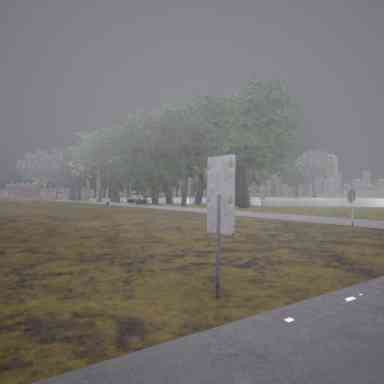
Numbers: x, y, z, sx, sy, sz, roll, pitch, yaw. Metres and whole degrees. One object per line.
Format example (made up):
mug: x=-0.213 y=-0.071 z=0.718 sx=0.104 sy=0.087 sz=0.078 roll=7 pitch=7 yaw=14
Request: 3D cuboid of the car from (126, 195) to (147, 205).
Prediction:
car: x=-9.534 y=1.271 z=56.849 sx=2.097 sy=1.767 sz=4.553 roll=1 pitch=-1 yaw=-35
